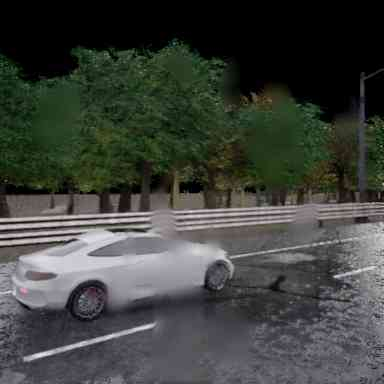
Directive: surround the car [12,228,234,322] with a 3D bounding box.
[{"bbox_3d":[-1.210,1.502,7.152,4.674,1.442,1.812,0,0,-35],"label":"car"}]
